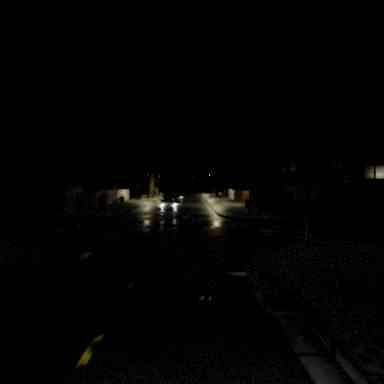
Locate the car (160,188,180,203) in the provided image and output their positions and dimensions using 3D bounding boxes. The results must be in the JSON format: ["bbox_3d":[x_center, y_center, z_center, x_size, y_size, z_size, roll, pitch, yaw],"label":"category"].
[{"bbox_3d":[-2.741,0.624,40.405,1.837,1.490,4.892,0,3,0],"label":"car"}]

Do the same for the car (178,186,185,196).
[{"bbox_3d":[-2.734,0.028,64.500,1.837,1.490,4.892,0,2,0],"label":"car"}]
